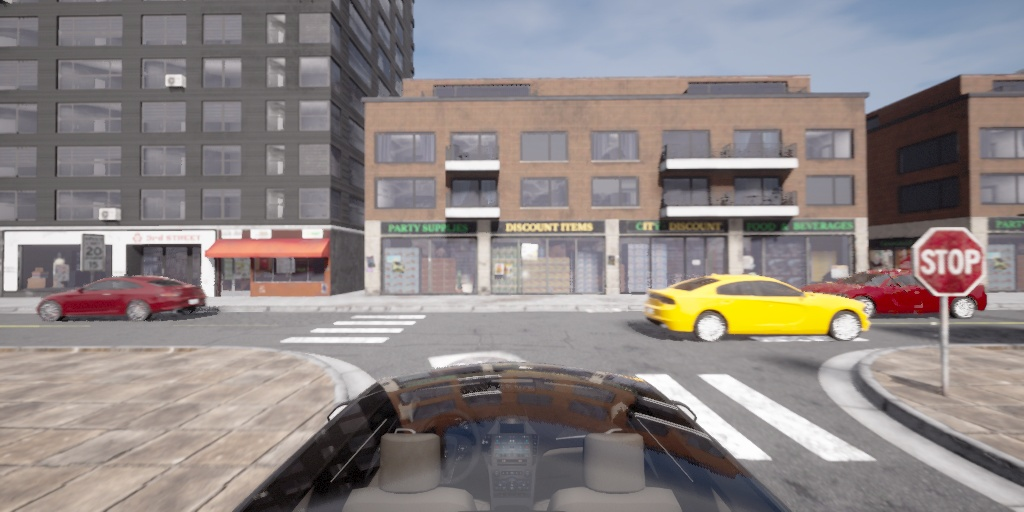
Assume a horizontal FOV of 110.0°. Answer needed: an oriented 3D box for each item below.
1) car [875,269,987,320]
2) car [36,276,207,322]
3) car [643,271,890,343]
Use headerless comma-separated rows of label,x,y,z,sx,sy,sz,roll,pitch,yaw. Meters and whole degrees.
car,12.433,1.208,11.933,5.008,1.535,1.882,0,-1,1
car,-13.171,1.406,12.302,4.674,1.442,1.812,0,-1,1
car,5.970,1.215,9.071,5.008,1.535,1.882,0,-1,1
